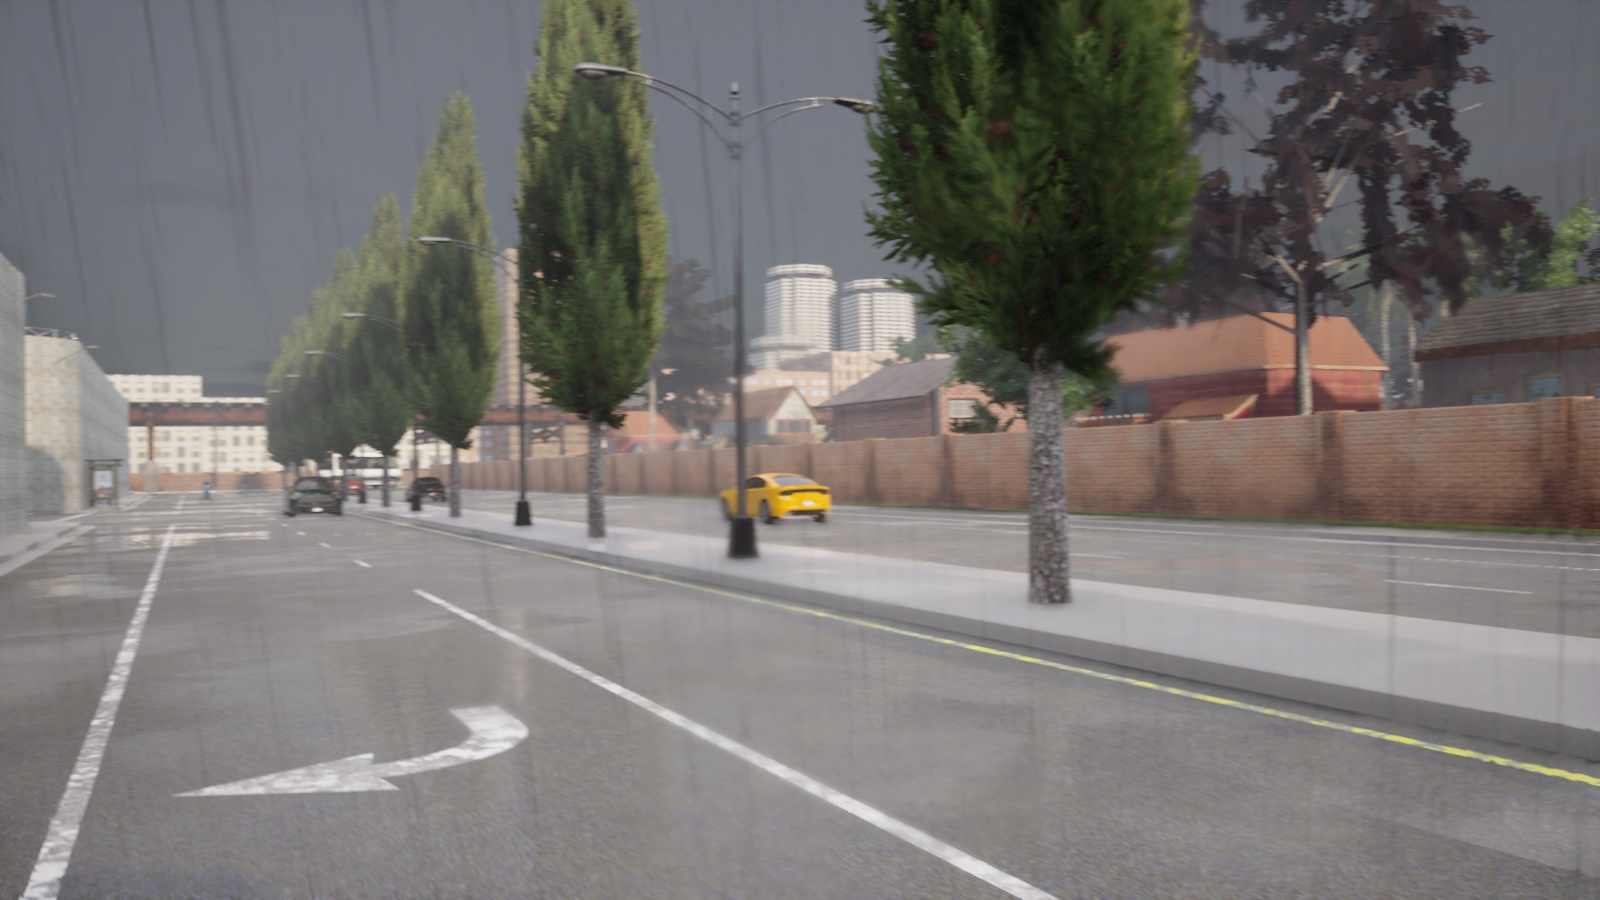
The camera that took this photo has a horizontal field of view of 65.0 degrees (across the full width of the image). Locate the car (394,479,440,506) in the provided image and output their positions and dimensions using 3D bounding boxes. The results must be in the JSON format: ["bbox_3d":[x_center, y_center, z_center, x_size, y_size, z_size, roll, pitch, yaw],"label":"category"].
[{"bbox_3d":[-22.970,2.528,75.185,1.837,1.490,4.892,-1,-1,-26],"label":"car"}]

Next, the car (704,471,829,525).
[{"bbox_3d":[-1.129,1.451,38.901,1.882,1.535,5.008,-1,-1,-26],"label":"car"}]

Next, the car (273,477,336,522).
[{"bbox_3d":[-21.032,2.050,53.211,2.097,1.767,4.553,-1,-1,-26],"label":"car"}]
